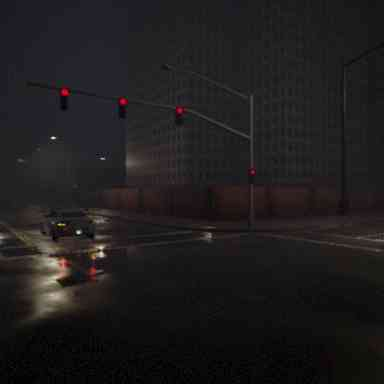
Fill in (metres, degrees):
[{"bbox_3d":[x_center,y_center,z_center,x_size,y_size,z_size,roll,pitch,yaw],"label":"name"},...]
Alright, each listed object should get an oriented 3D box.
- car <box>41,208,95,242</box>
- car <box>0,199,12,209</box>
[{"bbox_3d":[-6.177,1.511,16.416,1.812,1.442,4.674,0,0,-33],"label":"car"},{"bbox_3d":[-25.102,1.585,44.063,1.895,1.301,4.718,0,0,-35],"label":"car"}]
